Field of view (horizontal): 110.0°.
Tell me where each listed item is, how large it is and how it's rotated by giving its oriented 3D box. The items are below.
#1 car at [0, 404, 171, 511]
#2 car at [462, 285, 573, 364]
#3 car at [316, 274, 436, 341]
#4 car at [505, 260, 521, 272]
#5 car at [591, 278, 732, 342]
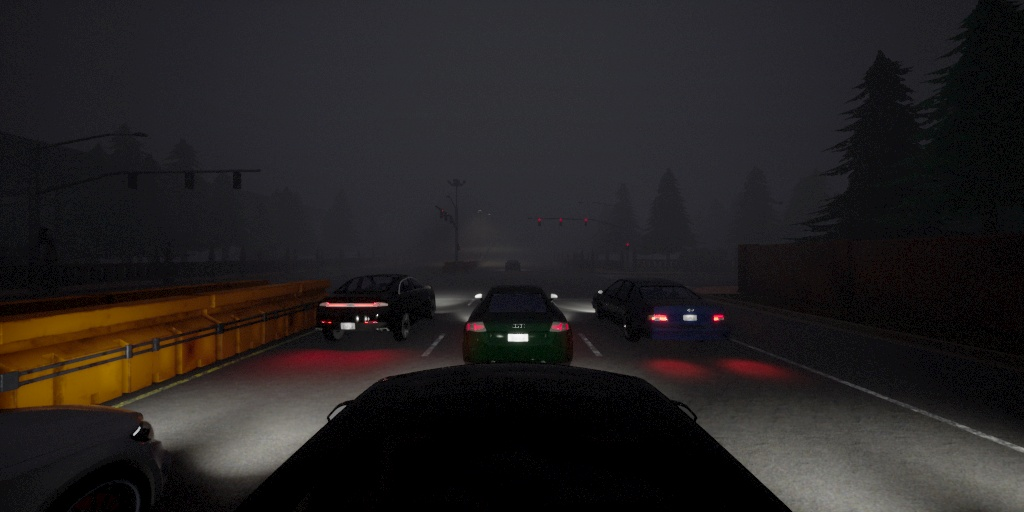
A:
[{"bbox_3d":[-3.403,1.276,0.621,1.812,1.442,4.674,0,0,0],"label":"car"},{"bbox_3d":[0.099,1.314,7.906,1.994,1.385,4.181,0,0,0],"label":"car"},{"bbox_3d":[-3.399,1.241,9.857,2.128,1.511,4.902,0,0,0],"label":"car"},{"bbox_3d":[0.101,1.227,46.024,1.882,1.535,5.008,0,0,0],"label":"car"},{"bbox_3d":[3.600,1.297,9.763,2.033,1.411,5.357,0,0,0],"label":"car"}]
